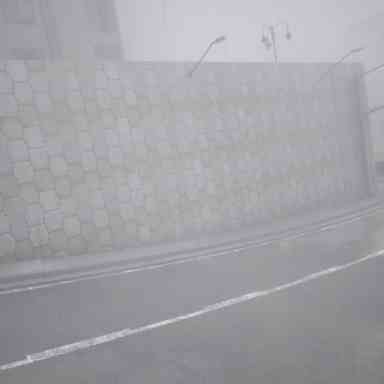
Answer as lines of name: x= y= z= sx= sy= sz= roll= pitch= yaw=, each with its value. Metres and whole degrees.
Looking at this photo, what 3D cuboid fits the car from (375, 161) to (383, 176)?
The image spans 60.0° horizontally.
car: x=16.072 y=-2.323 z=31.292 sx=1.882 sy=1.535 sz=5.008 roll=-15 pitch=8 yaw=-34
